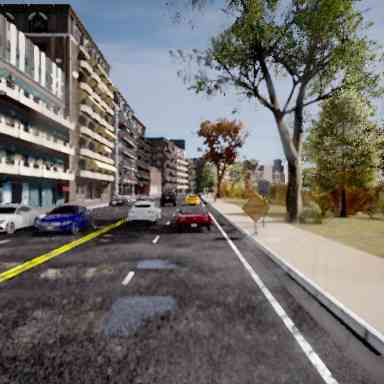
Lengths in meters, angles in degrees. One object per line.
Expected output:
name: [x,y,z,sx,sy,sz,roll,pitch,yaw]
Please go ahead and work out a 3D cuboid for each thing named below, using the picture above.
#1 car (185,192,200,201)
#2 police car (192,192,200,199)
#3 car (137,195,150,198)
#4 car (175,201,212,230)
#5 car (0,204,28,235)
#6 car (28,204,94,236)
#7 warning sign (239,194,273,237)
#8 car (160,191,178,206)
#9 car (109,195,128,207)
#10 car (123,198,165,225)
car: [0.058,1.150,46.474,1.882,1.535,5.008,0,1,0]
police car: [1.042,0.840,85.019,1.930,1.638,5.238,0,0,0]
car: [-6.511,1.177,44.525,2.128,1.511,4.902,0,0,1]
car: [0.117,1.458,19.847,1.895,1.301,4.718,0,0,0]
car: [-9.835,1.396,17.954,1.812,1.442,4.674,0,0,0]
car: [-6.586,1.398,17.752,1.812,1.442,4.674,0,0,0]
warning sign: [2.854,1.008,14.914,1.300,1.860,1.060,-1,0,0]
car: [-3.194,0.898,46.224,2.150,2.045,5.566,0,1,0]
car: [-9.761,1.177,44.529,2.128,1.511,4.902,0,0,1]
car: [-3.145,1.364,22.574,1.812,1.442,4.674,0,0,0]
